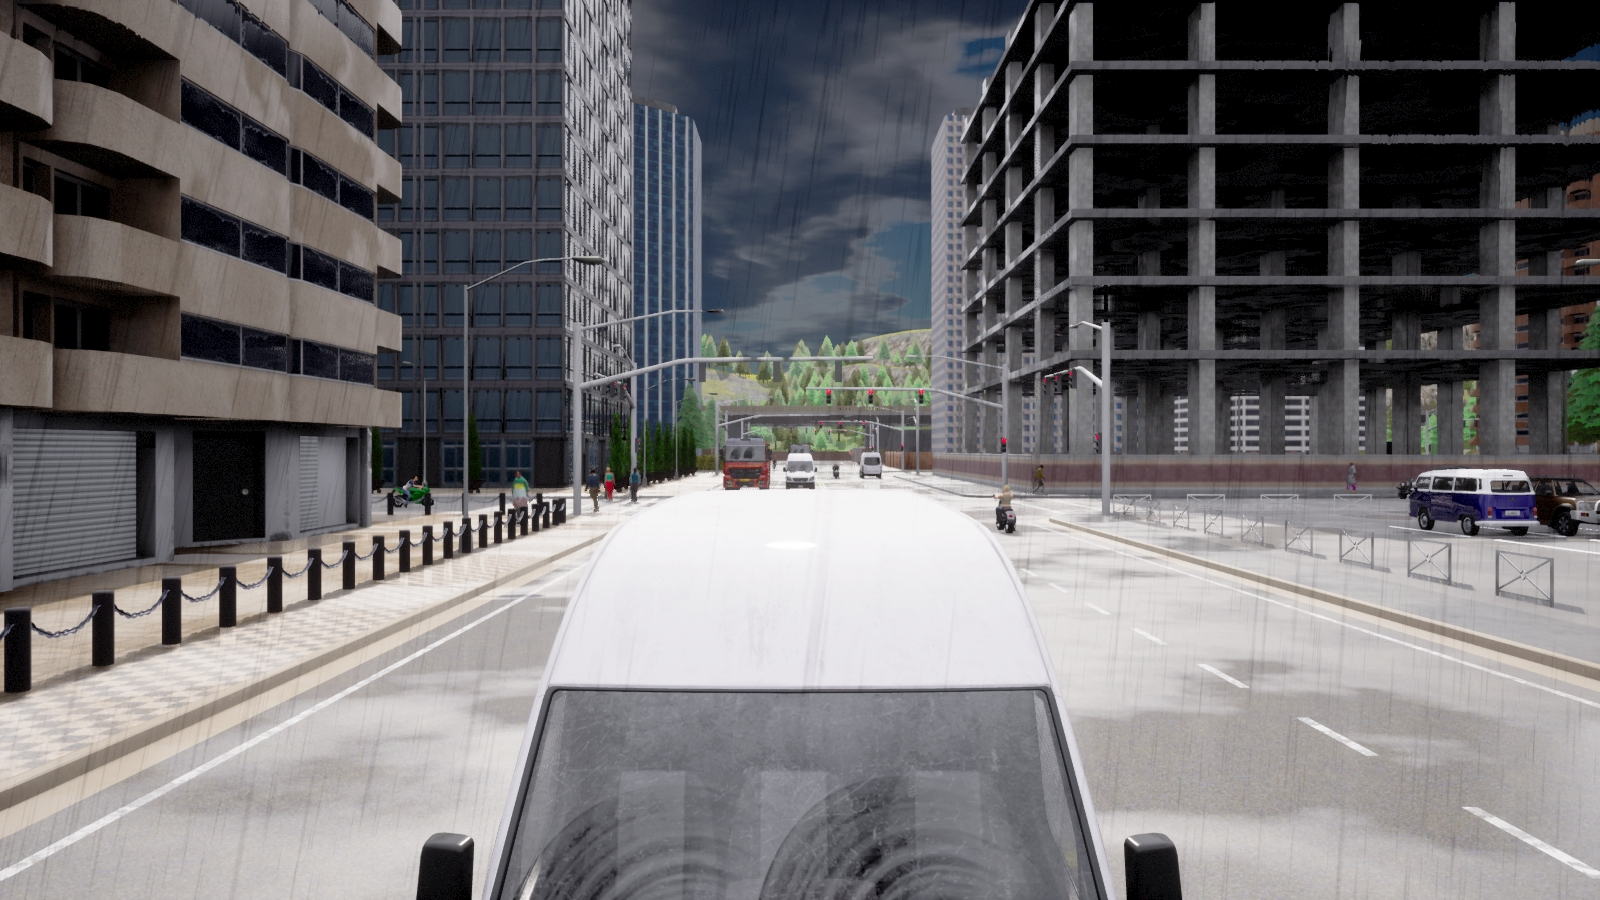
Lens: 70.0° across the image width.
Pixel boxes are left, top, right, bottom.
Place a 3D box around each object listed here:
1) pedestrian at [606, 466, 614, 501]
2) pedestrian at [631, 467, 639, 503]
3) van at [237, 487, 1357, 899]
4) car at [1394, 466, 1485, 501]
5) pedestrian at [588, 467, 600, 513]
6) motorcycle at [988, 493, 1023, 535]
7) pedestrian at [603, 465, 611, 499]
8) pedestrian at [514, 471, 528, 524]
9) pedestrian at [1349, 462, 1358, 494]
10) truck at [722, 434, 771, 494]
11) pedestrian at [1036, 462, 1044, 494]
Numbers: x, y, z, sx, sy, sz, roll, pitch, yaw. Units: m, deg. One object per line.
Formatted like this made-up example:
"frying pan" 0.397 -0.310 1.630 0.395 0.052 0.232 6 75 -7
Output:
"pedestrian" -10.104 1.793 60.662 0.375 1.860 0.375 0 0 -2
"pedestrian" -8.545 1.805 59.193 0.375 1.860 0.375 0 0 0
"van" -0.002 1.534 4.985 1.988 2.561 5.915 0 0 0
"car" 34.621 1.802 61.933 3.866 1.878 1.905 0 0 0
"pedestrian" -8.499 1.651 47.192 0.375 1.860 0.375 0 0 -35
"motorcycle" 7.003 2.155 39.097 0.764 1.307 2.356 0 0 0
"pedestrian" -10.714 1.793 63.441 0.375 1.860 0.375 0 0 6
"pedestrian" -9.752 1.652 39.950 0.375 1.860 0.375 0 0 10
"pedestrian" 32.759 1.642 67.667 0.375 1.860 0.375 0 0 4
"truck" -3.496 0.891 77.013 2.891 3.827 8.468 0 0 0
"pedestrian" 14.087 1.641 67.082 0.375 1.860 0.375 0 0 0
